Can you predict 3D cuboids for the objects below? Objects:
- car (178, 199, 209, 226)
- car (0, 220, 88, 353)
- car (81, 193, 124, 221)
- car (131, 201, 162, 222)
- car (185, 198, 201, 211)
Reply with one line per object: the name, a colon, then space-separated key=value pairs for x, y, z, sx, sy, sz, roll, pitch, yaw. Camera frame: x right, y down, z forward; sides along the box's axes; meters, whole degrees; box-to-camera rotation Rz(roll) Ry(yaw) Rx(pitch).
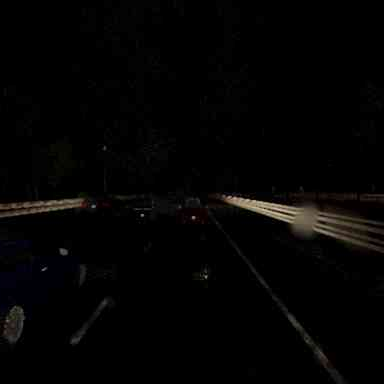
car: x=0.097 y=1.393 z=22.613 sx=1.882 sy=1.535 sz=5.008 roll=0 pitch=0 yaw=0
car: x=-3.403 y=1.503 z=5.974 sx=1.812 sy=1.442 sz=4.674 roll=0 pitch=0 yaw=0
car: x=-6.904 y=1.125 z=26.045 sx=2.150 sy=2.045 sz=5.566 roll=0 pitch=0 yaw=0
car: x=-3.404 y=1.397 z=25.300 sx=2.128 sy=1.511 sz=4.902 roll=0 pitch=0 yaw=0
car: x=0.096 y=1.451 z=40.301 sx=1.895 sy=1.301 sz=4.718 roll=0 pitch=0 yaw=0
